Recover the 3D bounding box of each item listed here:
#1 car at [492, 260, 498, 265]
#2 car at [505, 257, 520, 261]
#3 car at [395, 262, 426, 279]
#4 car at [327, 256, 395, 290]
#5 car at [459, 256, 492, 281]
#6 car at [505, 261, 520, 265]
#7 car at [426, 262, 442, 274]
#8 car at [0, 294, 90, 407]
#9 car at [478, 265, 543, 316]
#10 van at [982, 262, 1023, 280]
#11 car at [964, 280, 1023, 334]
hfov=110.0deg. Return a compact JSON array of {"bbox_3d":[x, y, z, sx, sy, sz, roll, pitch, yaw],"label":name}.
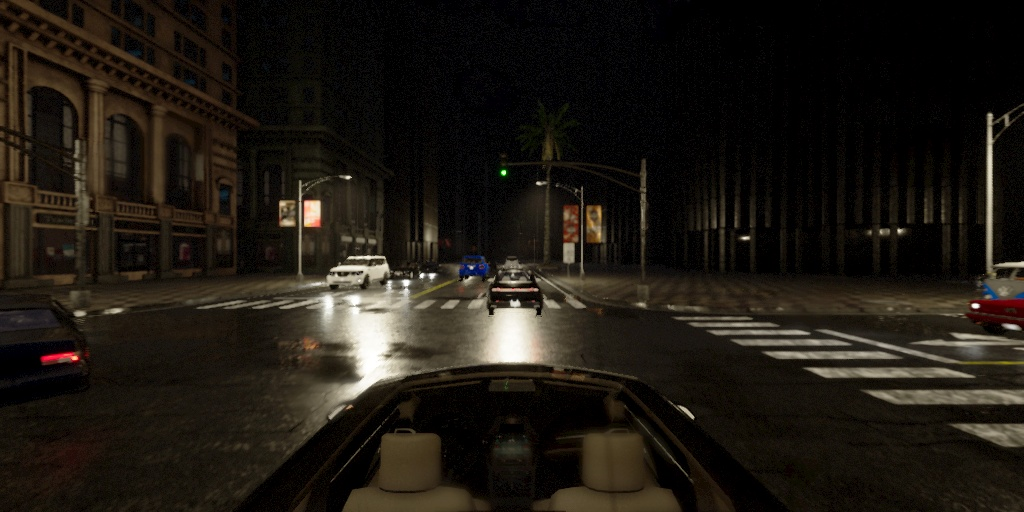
[{"bbox_3d":[-3.238,1.370,55.145,1.837,1.490,4.892,0,0,0],"label":"car"},{"bbox_3d":[0.031,1.093,57.822,2.150,2.045,5.566,0,0,1],"label":"car"},{"bbox_3d":[-9.834,1.322,33.455,1.837,1.490,4.892,0,0,0],"label":"car"},{"bbox_3d":[-9.849,1.017,23.529,2.150,2.045,5.566,0,0,0],"label":"car"},{"bbox_3d":[-3.156,1.032,30.667,2.150,2.045,5.566,0,0,0],"label":"car"},{"bbox_3d":[0.093,1.421,34.856,1.895,1.301,4.718,0,0,0],"label":"car"},{"bbox_3d":[-9.760,1.402,43.380,1.994,1.385,4.181,0,0,0],"label":"car"},{"bbox_3d":[-7.917,1.305,5.413,5.357,1.411,2.033,0,0,37],"label":"car"},{"bbox_3d":[0.098,1.266,13.436,2.128,1.511,4.902,0,0,0],"label":"car"},{"bbox_3d":[17.064,1.084,10.981,3.998,1.789,1.690,0,0,0],"label":"van"},{"bbox_3d":[13.893,1.348,8.317,4.718,1.301,1.895,0,0,2],"label":"car"}]
